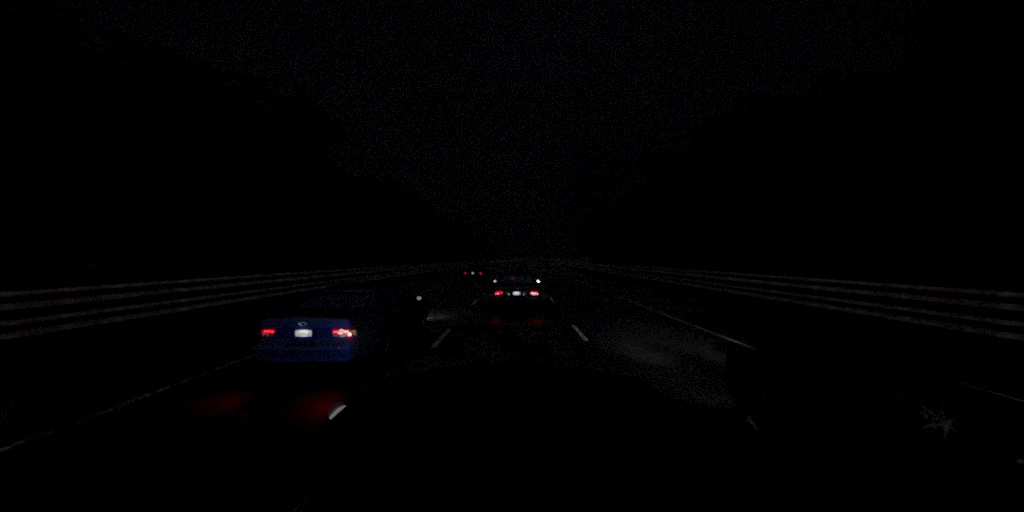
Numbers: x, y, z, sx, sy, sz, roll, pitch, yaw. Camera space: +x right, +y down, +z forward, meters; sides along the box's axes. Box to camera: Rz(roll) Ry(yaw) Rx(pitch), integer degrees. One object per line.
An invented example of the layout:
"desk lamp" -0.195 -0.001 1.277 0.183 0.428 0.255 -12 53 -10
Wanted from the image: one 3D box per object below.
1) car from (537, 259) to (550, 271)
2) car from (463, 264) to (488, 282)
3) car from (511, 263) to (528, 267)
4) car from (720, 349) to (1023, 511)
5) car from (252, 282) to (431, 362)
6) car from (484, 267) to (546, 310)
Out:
"car" 5.116 1.649 57.726 1.994 1.385 4.181 0 0 3
"car" -2.974 1.420 30.536 2.033 1.411 5.357 0 0 2
"car" 0.865 1.469 40.072 1.812 1.442 4.674 0 0 2
"car" 3.501 1.354 2.297 1.895 1.301 4.718 0 0 0
"car" -3.374 1.314 8.346 2.033 1.411 5.357 0 0 0
"car" 0.191 1.340 14.817 2.033 1.411 5.357 0 0 1
